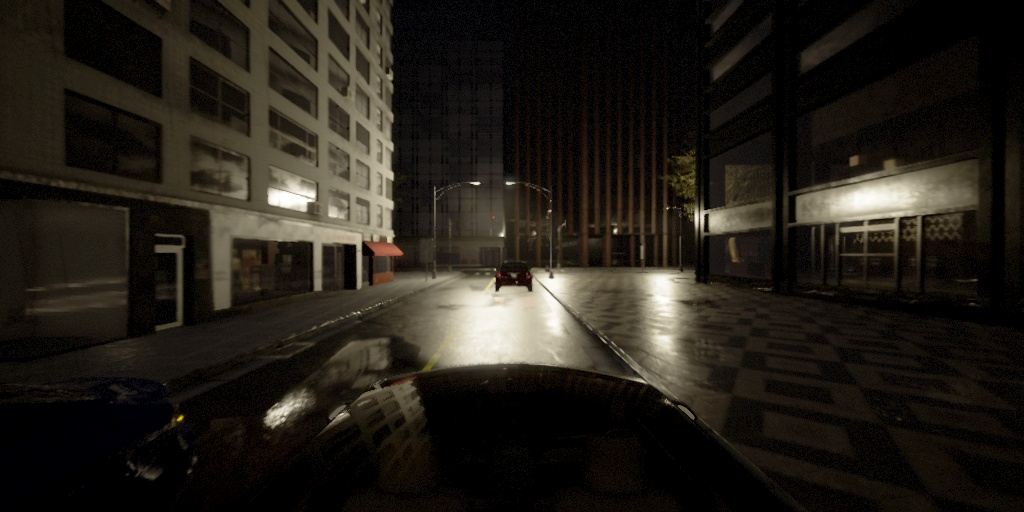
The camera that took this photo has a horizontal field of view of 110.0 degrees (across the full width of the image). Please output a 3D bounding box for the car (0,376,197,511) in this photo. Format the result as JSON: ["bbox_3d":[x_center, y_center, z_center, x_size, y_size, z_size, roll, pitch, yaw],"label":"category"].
[{"bbox_3d":[-3.100,1.277,0.596,1.812,1.442,4.674,0,0,0],"label":"car"}]

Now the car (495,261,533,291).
[{"bbox_3d":[0.098,1.077,21.528,2.097,1.767,4.553,0,0,0],"label":"car"}]
